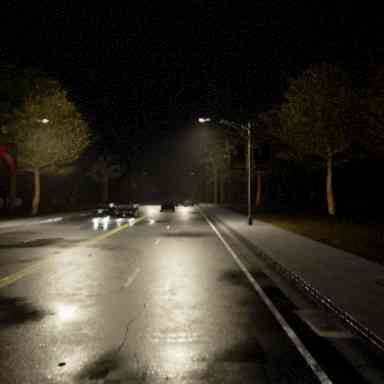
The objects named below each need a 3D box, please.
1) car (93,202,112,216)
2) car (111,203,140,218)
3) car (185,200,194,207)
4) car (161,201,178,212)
[{"bbox_3d":[-10.053,1.968,38.688,2.128,1.511,4.902,0,-1,-1],"label":"car"},{"bbox_3d":[-6.781,1.984,35.719,2.033,1.411,5.357,0,-1,0],"label":"car"},{"bbox_3d":[-0.637,2.459,73.489,1.812,1.442,4.674,0,-1,-1],"label":"car"},{"bbox_3d":[-3.459,2.081,48.674,1.882,1.535,5.008,0,-1,-1],"label":"car"}]
